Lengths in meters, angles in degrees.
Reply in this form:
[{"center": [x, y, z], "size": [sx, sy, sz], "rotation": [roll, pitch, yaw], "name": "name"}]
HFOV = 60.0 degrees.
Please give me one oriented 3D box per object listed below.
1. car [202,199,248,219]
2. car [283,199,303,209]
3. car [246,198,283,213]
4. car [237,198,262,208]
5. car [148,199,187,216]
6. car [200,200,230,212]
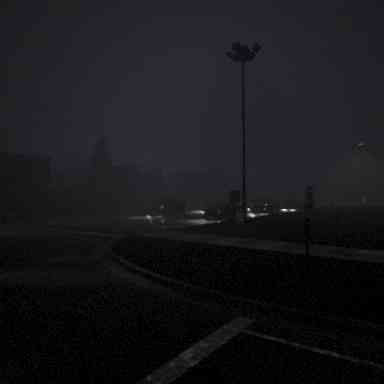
[{"center": [2.990, 1.612, 31.113], "size": [1.882, 1.535, 5.008], "rotation": [-1, 0, 35], "name": "car"}, {"center": [14.360, 1.700, 47.341], "size": [1.994, 1.385, 4.181], "rotation": [-1, 0, 35], "name": "car"}, {"center": [8.623, 1.487, 39.163], "size": [2.097, 1.767, 4.553], "rotation": [-1, 0, 35], "name": "car"}, {"center": [9.070, 1.701, 51.964], "size": [1.837, 1.490, 4.892], "rotation": [-1, 0, 35], "name": "car"}, {"center": [-2.554, 1.546, 35.395], "size": [2.097, 1.767, 4.553], "rotation": [-1, 0, 35], "name": "car"}, {"center": [3.066, 1.759, 43.424], "size": [1.994, 1.385, 4.181], "rotation": [-1, 0, 35], "name": "car"}]
